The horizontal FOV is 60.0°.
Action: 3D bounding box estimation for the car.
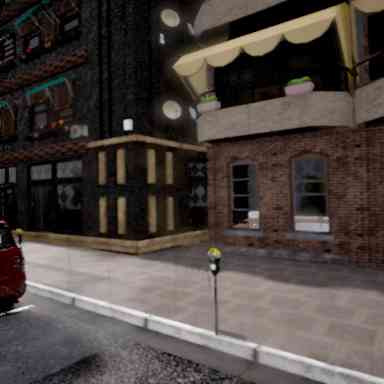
[{"bbox_3d":[-5.343,1.400,6.700,5.009,1.841,2.192,-1,-1,36],"label":"car"}]
